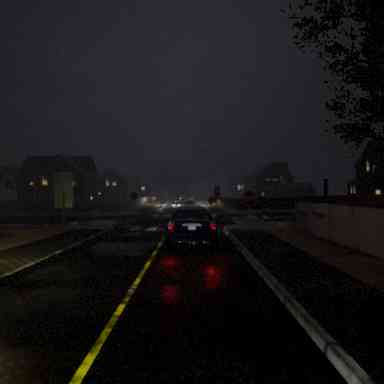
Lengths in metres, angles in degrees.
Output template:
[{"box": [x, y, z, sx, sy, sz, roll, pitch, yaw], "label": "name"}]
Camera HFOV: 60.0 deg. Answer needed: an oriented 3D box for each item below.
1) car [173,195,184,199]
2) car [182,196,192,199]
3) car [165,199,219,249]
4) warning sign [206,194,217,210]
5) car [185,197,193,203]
[{"box": [-3.333, 1.874, 71.392, 2.128, 1.511, 4.902, 0, -1, -1], "label": "car"}, {"box": [-0.490, 1.905, 64.983, 1.895, 1.301, 4.718, 0, -1, -1], "label": "car"}, {"box": [0.001, 1.377, 14.627, 2.097, 1.767, 4.553, 0, 0, 0], "label": "car"}, {"box": [2.401, 1.232, 41.187, 1.300, 1.860, 1.060, 2, 1, -1], "label": "warning sign"}, {"box": [-0.740, 1.840, 80.803, 1.994, 1.385, 4.181, 0, -1, -2], "label": "car"}]
